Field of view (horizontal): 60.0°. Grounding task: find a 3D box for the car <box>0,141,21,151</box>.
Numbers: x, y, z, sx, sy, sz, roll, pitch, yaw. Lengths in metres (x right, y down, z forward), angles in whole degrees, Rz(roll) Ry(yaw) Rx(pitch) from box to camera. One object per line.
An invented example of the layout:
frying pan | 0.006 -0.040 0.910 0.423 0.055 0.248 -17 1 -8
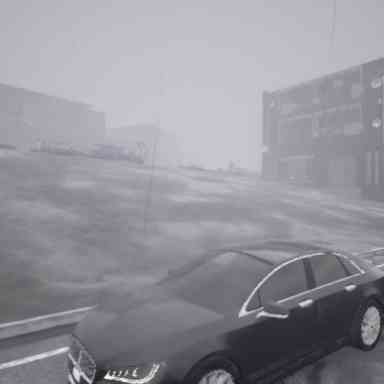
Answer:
car | -15.002 -3.362 23.927 4.892 1.521 2.231 1 -1 -44

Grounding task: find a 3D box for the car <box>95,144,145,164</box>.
car | -7.164 -3.348 31.995 2.435 2.045 5.566 0 -1 44

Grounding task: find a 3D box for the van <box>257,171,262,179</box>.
van | 10.697 -2.281 53.261 1.878 1.987 4.442 0 -2 38

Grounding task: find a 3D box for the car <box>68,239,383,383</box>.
car | 0.869 1.500 4.610 4.892 1.490 1.837 0 0 -35

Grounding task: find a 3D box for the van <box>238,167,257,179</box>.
van | 7.313 -2.532 48.884 1.878 1.987 4.442 0 -2 39

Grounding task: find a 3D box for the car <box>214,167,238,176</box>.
car | 3.727 -2.501 44.482 2.002 1.452 4.674 0 -2 40

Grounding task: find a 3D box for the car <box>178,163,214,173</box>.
car | 0.166 -2.709 40.240 2.002 1.452 4.674 0 -2 41

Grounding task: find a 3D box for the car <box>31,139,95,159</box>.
car | -11.038 -3.366 27.935 2.185 1.767 4.553 0 -1 45
